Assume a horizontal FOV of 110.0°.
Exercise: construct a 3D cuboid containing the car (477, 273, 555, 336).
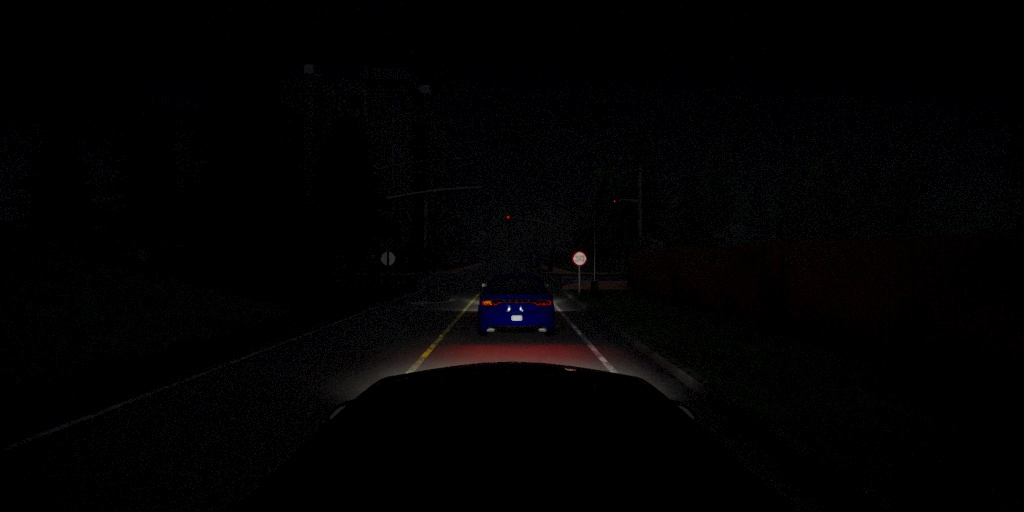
[{"bbox_3d":[0.100,1.228,10.438,1.882,1.535,5.008,0,0,0],"label":"car"}]
